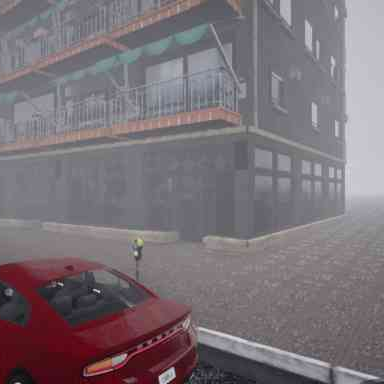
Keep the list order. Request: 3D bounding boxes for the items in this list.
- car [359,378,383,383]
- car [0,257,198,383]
[{"bbox_3d":[2.551,1.566,1.059,4.313,1.339,1.947,0,0,35],"label":"car"},{"bbox_3d":[-2.042,1.545,4.326,4.507,1.381,1.887,0,0,35],"label":"car"}]
